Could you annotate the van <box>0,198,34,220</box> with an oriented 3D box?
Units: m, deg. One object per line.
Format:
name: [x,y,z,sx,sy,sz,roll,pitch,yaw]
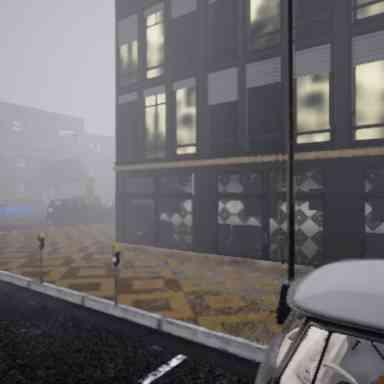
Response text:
van: [-14.588,1.393,28.275,1.690,1.788,3.998,0,0,35]

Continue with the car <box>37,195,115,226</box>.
car: [-7.753,1.335,23.427,2.192,1.841,5.009,-1,0,35]

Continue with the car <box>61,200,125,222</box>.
car: [-8.038,1.518,27.554,1.882,1.535,5.008,0,0,36]

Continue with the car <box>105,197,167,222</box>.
car: [-4.556,1.353,27.933,2.192,1.841,5.009,-1,0,35]

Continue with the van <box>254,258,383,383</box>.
van: [2.137,1.342,1.314,3.998,1.788,1.690,0,0,36]

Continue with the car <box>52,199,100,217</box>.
car: [-11.391,1.510,32.779,1.967,1.590,4.097,0,0,35]

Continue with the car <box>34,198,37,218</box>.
car: [-10.517,1.274,29.531,2.150,2.045,5.566,0,0,35]
